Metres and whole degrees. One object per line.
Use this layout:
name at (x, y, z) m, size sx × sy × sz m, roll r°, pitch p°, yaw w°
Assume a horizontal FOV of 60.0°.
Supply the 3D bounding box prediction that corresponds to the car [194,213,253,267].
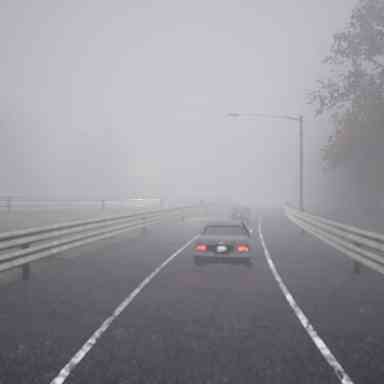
car at (1.205, 1.704, 12.059) m, size 2.033 × 1.411 × 5.357 m, roll 0°, pitch -1°, yaw 8°

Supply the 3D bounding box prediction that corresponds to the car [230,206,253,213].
car at (4.232, 1.924, 28.962) m, size 2.033 × 1.411 × 5.357 m, roll 0°, pitch -1°, yaw 12°
